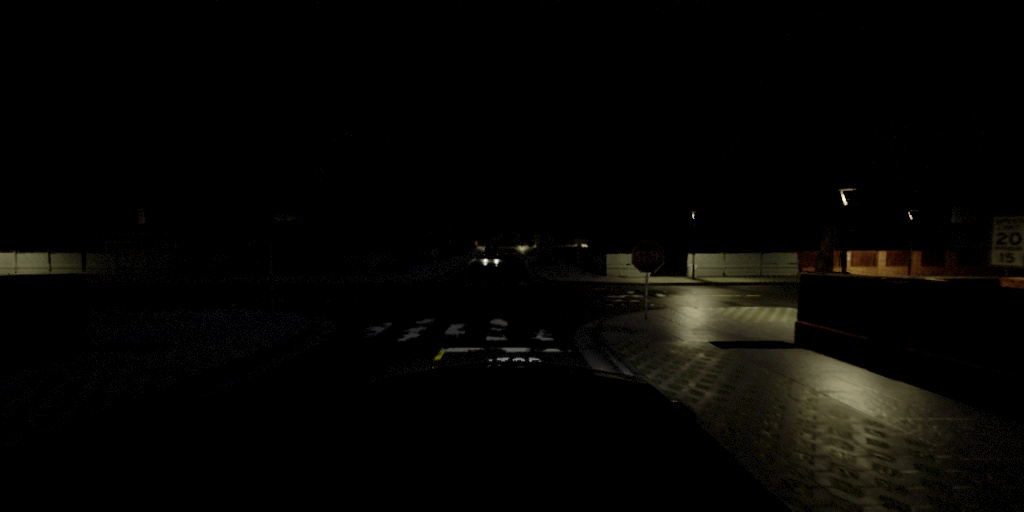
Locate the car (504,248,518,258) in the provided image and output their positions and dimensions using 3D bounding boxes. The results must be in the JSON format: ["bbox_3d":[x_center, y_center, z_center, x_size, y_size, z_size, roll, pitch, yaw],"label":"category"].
[{"bbox_3d":[-0.185,-0.425,53.191,2.033,1.411,5.357,0,3,1],"label":"car"}]

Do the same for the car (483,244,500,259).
[{"bbox_3d":[-2.965,-0.742,52.978,2.150,2.045,5.566,0,3,0],"label":"car"}]
